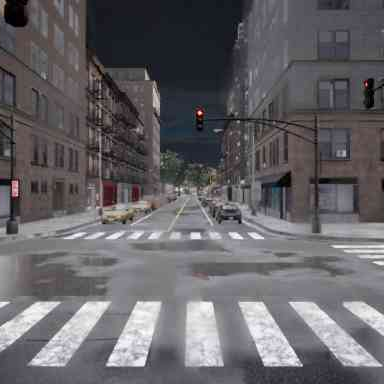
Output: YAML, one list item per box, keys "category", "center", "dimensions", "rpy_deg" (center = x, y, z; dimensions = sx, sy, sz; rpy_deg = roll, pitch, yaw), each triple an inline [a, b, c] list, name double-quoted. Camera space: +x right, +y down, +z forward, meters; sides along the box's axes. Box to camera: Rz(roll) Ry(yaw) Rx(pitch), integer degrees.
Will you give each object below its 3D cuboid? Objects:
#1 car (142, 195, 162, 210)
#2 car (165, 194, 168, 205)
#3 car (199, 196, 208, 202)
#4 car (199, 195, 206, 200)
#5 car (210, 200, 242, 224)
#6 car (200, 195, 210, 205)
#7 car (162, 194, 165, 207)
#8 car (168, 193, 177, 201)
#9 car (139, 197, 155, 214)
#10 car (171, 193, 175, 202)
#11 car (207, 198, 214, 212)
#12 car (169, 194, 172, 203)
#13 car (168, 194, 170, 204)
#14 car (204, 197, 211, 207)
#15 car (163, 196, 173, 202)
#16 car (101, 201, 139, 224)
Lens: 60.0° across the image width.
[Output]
- category: "car"
  center: [-5.375, 1.319, 41.153]
  dimensions: [2.192, 1.841, 5.009]
  rpy_deg: [0, 0, 0]
- category: "car"
  center: [-5.362, 1.445, 52.117]
  dimensions: [1.967, 1.590, 4.097]
  rpy_deg: [0, 0, 0]
- category: "car"
  center: [2.705, 1.556, 79.520]
  dimensions: [1.887, 1.381, 4.507]
  rpy_deg: [0, 0, 0]
- category: "car"
  center: [2.714, 1.596, 90.484]
  dimensions: [1.802, 1.307, 4.206]
  rpy_deg: [0, 0, 0]
- category: "car"
  center: [2.658, 1.552, 24.700]
  dimensions: [2.008, 1.369, 4.403]
  rpy_deg: [0, 0, 0]
- category: "car"
  center: [2.681, 1.556, 52.109]
  dimensions: [2.008, 1.369, 4.403]
  rpy_deg: [0, 0, 0]
- category: "car"
  center: [-5.369, 1.445, 46.635]
  dimensions: [1.967, 1.590, 4.097]
  rpy_deg: [0, 0, 0]
- category: "car"
  center: [-5.315, 1.329, 90.491]
  dimensions: [2.192, 1.841, 5.009]
  rpy_deg: [0, 0, 0]
- category: "car"
  center: [-5.382, 1.528, 35.500]
  dimensions: [1.752, 1.417, 4.829]
  rpy_deg: [0, 0, 0]
- category: "car"
  center: [-5.342, 1.323, 68.563]
  dimensions: [2.192, 1.841, 5.009]
  rpy_deg: [0, 0, 0]
- category: "car"
  center: [2.662, 1.547, 30.182]
  dimensions: [1.887, 1.381, 4.507]
  rpy_deg: [0, 0, 0]
- category: "car"
  center: [-5.349, 1.573, 63.081]
  dimensions: [1.947, 1.339, 4.313]
  rpy_deg: [0, 0, 0]
- category: "car"
  center: [-5.356, 1.557, 57.599]
  dimensions: [2.008, 1.369, 4.403]
  rpy_deg: [0, 0, 0]
- category: "car"
  center: [2.667, 1.553, 35.664]
  dimensions: [2.008, 1.369, 4.403]
  rpy_deg: [0, 0, 0]
- category: "car"
  center: [-5.336, 1.535, 73.875]
  dimensions: [1.752, 1.417, 4.829]
  rpy_deg: [0, 0, 0]
- category: "car"
  center: [-5.396, 1.526, 24.537]
  dimensions: [1.752, 1.417, 4.829]
  rpy_deg: [0, 0, 0]
